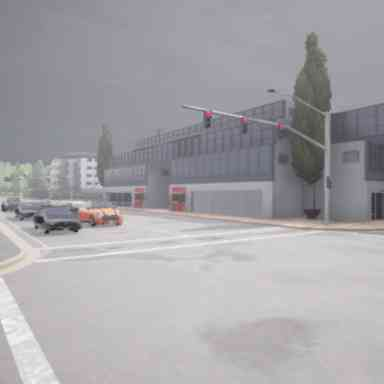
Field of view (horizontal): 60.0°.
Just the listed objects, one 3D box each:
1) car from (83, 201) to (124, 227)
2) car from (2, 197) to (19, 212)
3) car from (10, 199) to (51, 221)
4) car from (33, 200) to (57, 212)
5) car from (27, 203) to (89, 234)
[{"bbox_3d":[-6.586,1.435,23.807,2.097,1.767,4.553,1,0,-34],"label":"car"},{"bbox_3d":[-21.070,1.422,39.171,2.097,1.767,4.553,1,-1,-34],"label":"car"},{"bbox_3d":[-13.839,1.605,28.307,2.033,1.411,5.357,1,0,-34],"label":"car"},{"bbox_3d":[-18.249,1.699,41.249,1.895,1.301,4.718,1,0,-34],"label":"car"},{"bbox_3d":[-8.177,1.599,19.918,2.033,1.411,5.357,1,0,-34],"label":"car"}]
